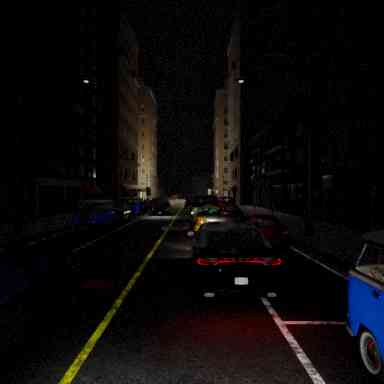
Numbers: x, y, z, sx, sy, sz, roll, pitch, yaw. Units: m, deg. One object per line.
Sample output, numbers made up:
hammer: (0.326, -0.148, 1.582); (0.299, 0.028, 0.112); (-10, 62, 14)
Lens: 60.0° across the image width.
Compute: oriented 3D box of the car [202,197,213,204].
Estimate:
car: (2.919, 1.579, 63.398); (1.947, 1.339, 4.313); (0, 0, 0)

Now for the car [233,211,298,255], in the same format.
car: (2.869, 1.581, 13.886); (1.802, 1.307, 4.206); (0, 0, 0)

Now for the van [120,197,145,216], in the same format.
van: (-5.640, 1.342, 30.398); (1.690, 1.788, 3.998); (0, 0, 0)

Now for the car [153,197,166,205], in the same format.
car: (-5.612, 1.592, 57.905); (1.802, 1.307, 4.206); (0, 0, 0)

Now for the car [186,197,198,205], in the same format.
car: (0.059, 1.575, 58.905); (1.994, 1.385, 4.181); (0, 0, 0)

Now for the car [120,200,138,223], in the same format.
car: (-5.645, 1.551, 24.897); (2.008, 1.369, 4.403); (0, 0, 0)

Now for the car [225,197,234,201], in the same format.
car: (2.885, 1.316, 30.389); (2.192, 1.841, 5.009); (0, 0, 0)

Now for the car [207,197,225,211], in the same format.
car: (2.897, 1.444, 41.392); (1.967, 1.590, 4.097); (0, 0, 0)

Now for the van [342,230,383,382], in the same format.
van: (2.857, 1.341, 2.883); (1.690, 1.788, 3.998); (0, 0, 0)

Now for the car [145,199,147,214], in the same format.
car: (-5.634, 1.568, 35.900); (1.947, 1.339, 4.313); (0, 0, 0)

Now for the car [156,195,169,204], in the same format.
car: (-5.606, 1.453, 63.407); (1.967, 1.590, 4.097); (0, 0, 0)

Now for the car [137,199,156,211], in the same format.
car: (-5.628, 1.586, 41.401); (1.802, 1.307, 4.206); (0, 0, 0)

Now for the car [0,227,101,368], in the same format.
car: (-3.097, 1.547, 4.695); (2.033, 1.411, 5.357); (0, 0, 0)

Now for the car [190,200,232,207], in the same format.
car: (0.918, 1.455, 18.753); (1.801, 1.575, 5.366); (0, 0, 0)

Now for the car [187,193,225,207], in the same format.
car: (0.924, 1.225, 24.594); (2.150, 2.045, 5.566); (0, 0, 0)

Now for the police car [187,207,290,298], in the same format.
police car: (0.908, 1.425, 8.673); (1.930, 1.638, 5.238); (0, 0, 0)

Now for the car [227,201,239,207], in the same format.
car: (2.881, 1.582, 24.888); (1.802, 1.307, 4.206); (0, 0, 0)

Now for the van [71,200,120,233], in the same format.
van: (-5.651, 1.341, 19.397); (1.690, 1.788, 3.998); (0, 0, 0)

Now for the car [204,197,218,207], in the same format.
car: (2.908, 1.558, 52.395); (2.008, 1.369, 4.403); (0, 0, 0)

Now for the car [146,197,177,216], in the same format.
car: (-2.967, 1.549, 33.421); (2.033, 1.411, 5.357); (0, 0, 0)

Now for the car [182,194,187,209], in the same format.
car: (0.062, 1.357, 45.504); (2.097, 1.767, 4.553); (0, 0, 0)
